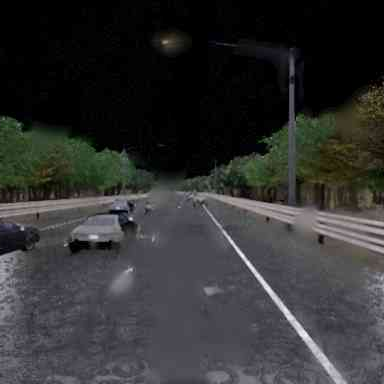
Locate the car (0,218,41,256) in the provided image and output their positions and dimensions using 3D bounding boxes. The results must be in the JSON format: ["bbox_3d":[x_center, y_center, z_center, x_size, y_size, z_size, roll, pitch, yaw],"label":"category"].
[{"bbox_3d":[-6.903,1.516,10.707,2.033,1.411,5.357,0,0,0],"label":"car"}]

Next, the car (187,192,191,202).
[{"bbox_3d":[-0.023,1.285,66.848,1.812,1.442,4.674,0,0,0],"label":"car"}]

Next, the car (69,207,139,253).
[{"bbox_3d":[-3.407,1.523,13.515,1.994,1.385,4.181,0,0,0],"label":"car"}]

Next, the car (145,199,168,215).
[{"bbox_3d":[-3.412,1.380,32.330,2.128,1.511,4.902,0,0,0],"label":"car"}]

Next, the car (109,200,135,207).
[{"bbox_3d":[-6.911,1.450,33.063,1.994,1.385,4.181,0,0,0],"label":"car"}]

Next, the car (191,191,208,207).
[{"bbox_3d":[1.207,1.180,48.311,2.097,1.767,4.553,0,0,0],"label":"car"}]
